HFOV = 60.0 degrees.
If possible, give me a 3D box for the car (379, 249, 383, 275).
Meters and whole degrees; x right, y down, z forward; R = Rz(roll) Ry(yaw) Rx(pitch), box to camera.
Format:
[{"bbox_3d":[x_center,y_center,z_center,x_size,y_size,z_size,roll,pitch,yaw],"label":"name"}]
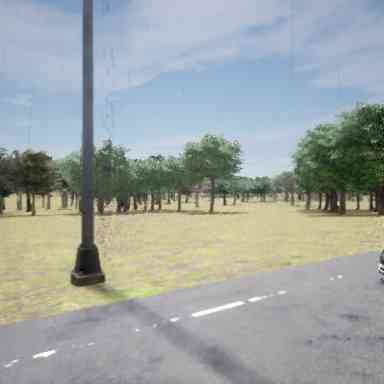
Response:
[{"bbox_3d":[6.843,1.498,8.780,4.892,1.490,1.837,0,0,-35],"label":"car"}]
